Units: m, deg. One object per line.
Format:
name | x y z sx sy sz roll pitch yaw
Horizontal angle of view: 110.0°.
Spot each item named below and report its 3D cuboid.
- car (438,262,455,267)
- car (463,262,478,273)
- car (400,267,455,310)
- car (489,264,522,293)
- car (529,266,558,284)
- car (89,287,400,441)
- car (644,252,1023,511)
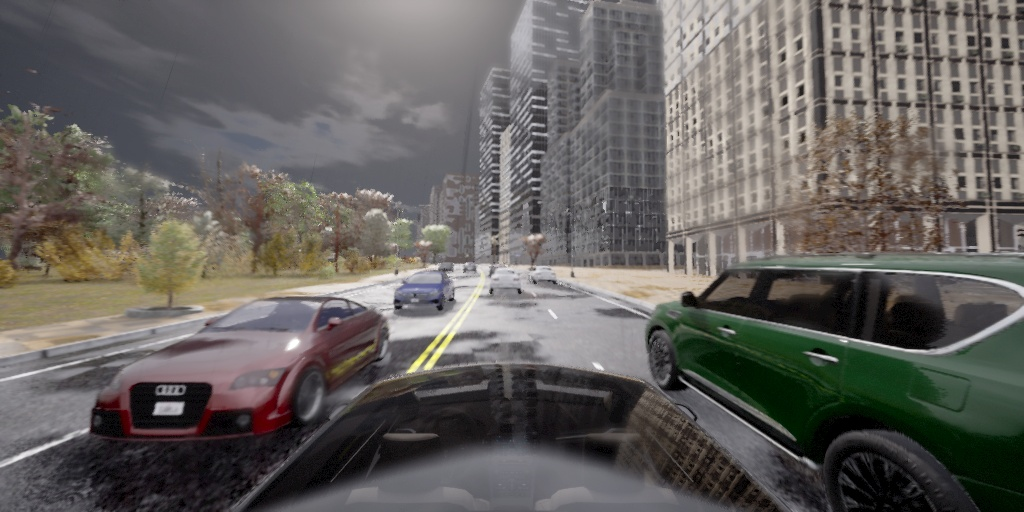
car | -9.094 1.598 50.145 1.837 1.490 4.892 1 0 -5
car | -5.877 1.619 50.629 2.128 1.511 4.902 1 0 -5
car | -3.549 1.365 15.293 1.812 1.442 4.674 0 0 -1
car | -0.421 1.440 21.989 1.812 1.442 4.674 0 0 -2
car | 2.477 1.528 29.497 1.812 1.442 4.674 0 -1 -3
car | -3.396 1.327 5.512 1.994 1.385 4.181 0 0 -1
car | 3.326 1.004 3.728 2.150 2.045 5.566 0 0 0
